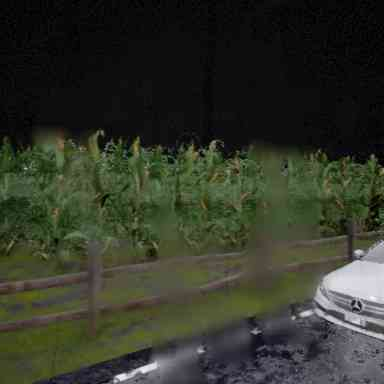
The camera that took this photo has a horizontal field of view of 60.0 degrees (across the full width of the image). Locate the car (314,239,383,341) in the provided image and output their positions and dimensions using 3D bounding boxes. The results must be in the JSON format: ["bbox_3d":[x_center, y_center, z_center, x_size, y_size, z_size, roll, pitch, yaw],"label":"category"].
[{"bbox_3d":[4.194,1.526,6.047,4.674,1.442,1.812,0,0,-36],"label":"car"}]
